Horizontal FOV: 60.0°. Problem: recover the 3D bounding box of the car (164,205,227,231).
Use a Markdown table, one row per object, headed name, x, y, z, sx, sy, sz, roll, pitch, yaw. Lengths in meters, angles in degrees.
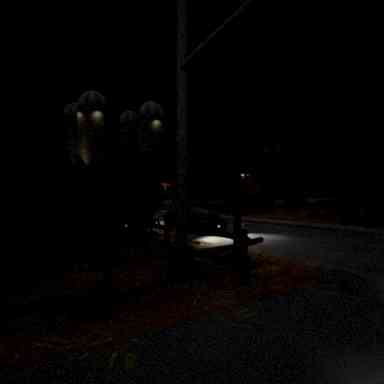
| name | x | y | z | sx | sy | sz | roll | pitch | yaw |
| --- | --- | --- | --- | --- | --- | --- | --- | --- | --- |
| car | 0.048 | 1.523 | 19.393 | 1.812 | 1.442 | 4.674 | 0 | 0 | -36 |
